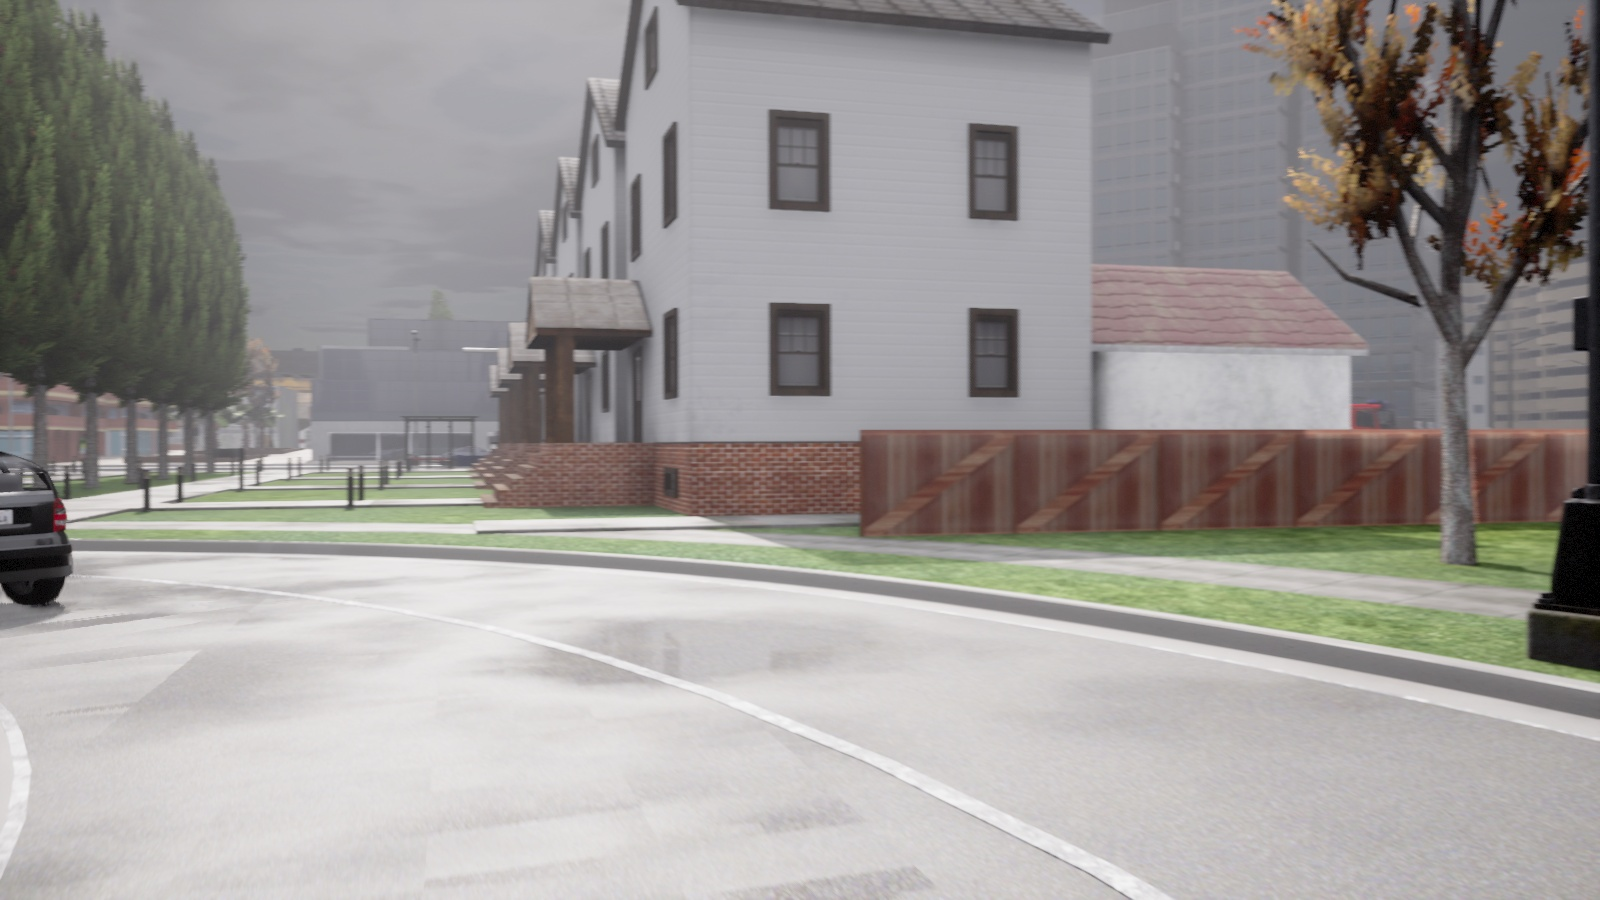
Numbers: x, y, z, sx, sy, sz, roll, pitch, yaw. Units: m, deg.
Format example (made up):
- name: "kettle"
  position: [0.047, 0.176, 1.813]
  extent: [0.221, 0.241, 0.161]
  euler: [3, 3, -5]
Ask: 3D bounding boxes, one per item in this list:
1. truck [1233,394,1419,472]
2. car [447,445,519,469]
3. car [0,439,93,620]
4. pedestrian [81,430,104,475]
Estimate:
- name: "truck"
  position: [27.219, -0.838, 65.282]
  extent: [8.468, 3.827, 2.891]
  euler: [0, 0, 42]
- name: "car"
  position: [-19.060, 0.414, 75.481]
  extent: [4.181, 1.385, 1.994]
  euler: [0, 0, -15]
- name: "car"
  position: [-8.565, 0.675, 11.444]
  extent: [3.705, 1.549, 1.789]
  euler: [0, 0, 22]
- name: "pedestrian"
  position: [-31.109, 0.092, 55.233]
  extent: [0.659, 1.952, 0.873]
  euler: [0, 0, -14]
